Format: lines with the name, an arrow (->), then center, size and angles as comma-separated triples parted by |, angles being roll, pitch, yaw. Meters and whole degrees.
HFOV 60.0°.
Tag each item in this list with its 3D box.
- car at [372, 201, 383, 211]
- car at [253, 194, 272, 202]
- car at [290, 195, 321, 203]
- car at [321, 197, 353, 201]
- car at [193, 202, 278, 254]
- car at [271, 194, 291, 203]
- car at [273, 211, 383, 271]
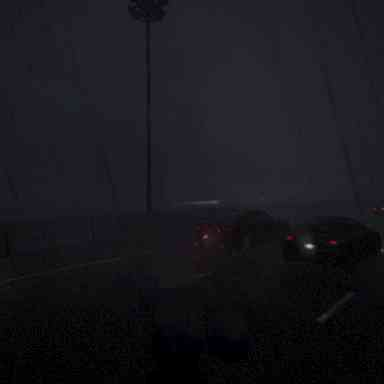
car -> 16.563, 1.314, 27.034 | 5.357, 1.411, 2.033 | -1, 0, -39
car -> 11.272, 1.046, 49.631 | 4.553, 1.767, 2.097 | -1, 0, -36
car -> 15.624, 1.218, 44.151 | 4.674, 1.442, 1.812 | 0, 0, -35
car -> 18.861, 1.282, 42.156 | 4.718, 1.301, 1.895 | -1, 0, -35
car -> 2.158, 1.402, 13.316 | 1.882, 1.535, 5.008 | 0, 0, 42
car -> 14.018, 1.166, 47.300 | 5.008, 1.535, 1.882 | 0, 0, -35
car -> 4.650, 1.484, 10.837 | 1.994, 1.385, 4.181 | 0, 0, 42
